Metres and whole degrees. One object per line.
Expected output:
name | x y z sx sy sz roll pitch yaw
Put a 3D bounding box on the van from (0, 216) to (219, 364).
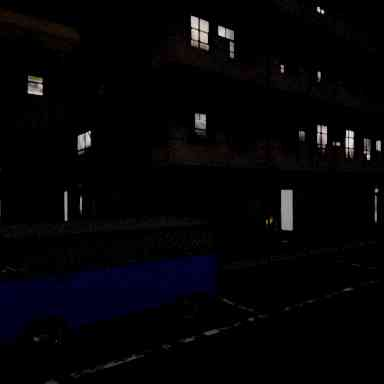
van | -1.424 1.341 5.554 3.998 1.788 1.690 0 0 -36
